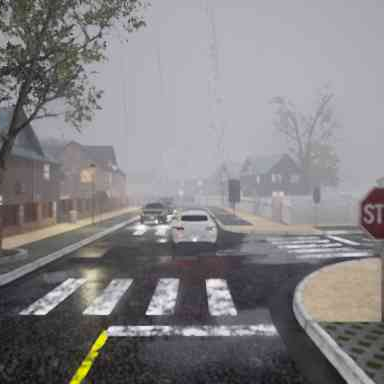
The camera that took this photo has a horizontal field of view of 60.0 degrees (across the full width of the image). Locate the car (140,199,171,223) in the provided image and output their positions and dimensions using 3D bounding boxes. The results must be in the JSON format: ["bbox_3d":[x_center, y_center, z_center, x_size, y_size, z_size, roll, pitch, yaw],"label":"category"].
[{"bbox_3d":[-2.840,1.549,25.599,1.812,1.442,4.674,0,0,-1],"label":"car"}]

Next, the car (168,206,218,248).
[{"bbox_3d":[0.095,1.535,14.710,1.812,1.442,4.674,0,0,0],"label":"car"}]

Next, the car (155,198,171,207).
[{"bbox_3d":[-4.818,1.655,54.612,1.812,1.442,4.674,0,-1,-16],"label":"car"}]

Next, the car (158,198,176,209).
[{"bbox_3d":[-2.914,1.595,34.629,1.994,1.385,4.181,0,0,-1],"label":"car"}]
